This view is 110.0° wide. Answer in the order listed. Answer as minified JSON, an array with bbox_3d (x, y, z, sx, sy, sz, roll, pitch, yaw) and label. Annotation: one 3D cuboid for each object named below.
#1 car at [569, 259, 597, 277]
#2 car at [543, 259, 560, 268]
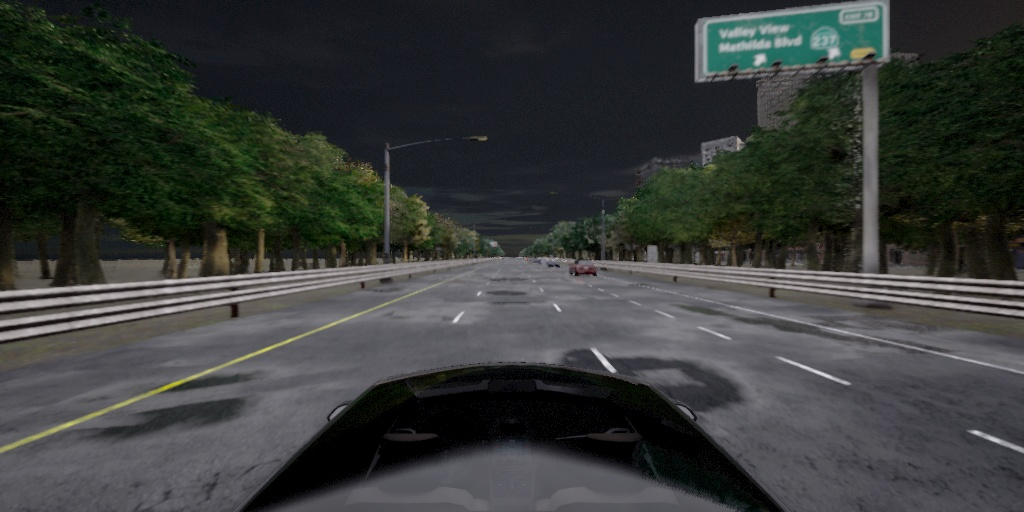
[{"bbox_3d":[7.009,1.115,36.030,2.097,1.767,4.553,0,0,0],"label":"car"},{"bbox_3d":[7.015,1.379,62.026,1.895,1.301,4.718,0,0,0],"label":"car"}]
